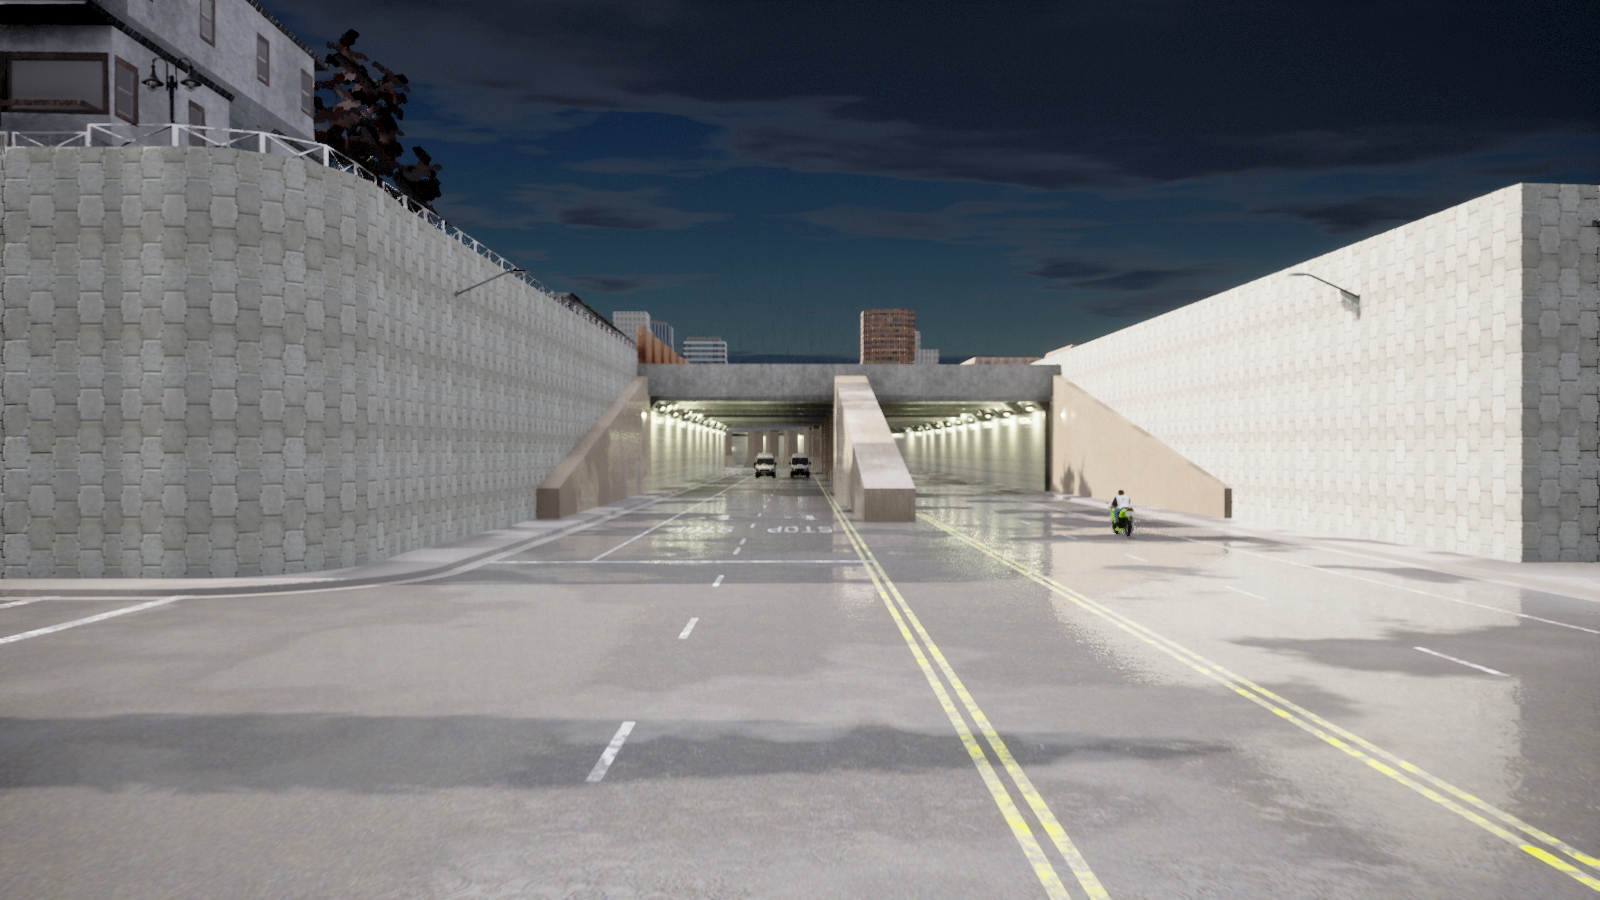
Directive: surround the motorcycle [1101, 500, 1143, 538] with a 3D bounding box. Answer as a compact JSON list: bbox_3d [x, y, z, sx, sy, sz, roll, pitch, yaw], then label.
[{"bbox_3d":[10.481,2.233,37.273,0.803,1.145,2.033,0,0,0],"label":"motorcycle"}]
